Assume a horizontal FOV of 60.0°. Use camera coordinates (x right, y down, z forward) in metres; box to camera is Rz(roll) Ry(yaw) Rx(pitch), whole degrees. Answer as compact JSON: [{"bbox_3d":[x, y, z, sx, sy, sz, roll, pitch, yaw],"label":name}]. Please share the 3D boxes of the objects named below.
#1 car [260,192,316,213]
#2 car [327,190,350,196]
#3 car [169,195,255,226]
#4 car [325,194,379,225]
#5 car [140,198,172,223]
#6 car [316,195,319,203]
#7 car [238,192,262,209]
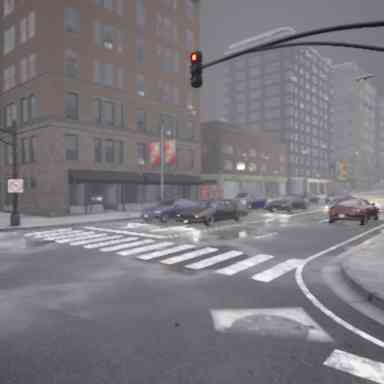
[{"bbox_3d":[8.207,0.936,28.087,2.033,1.411,5.357,0,1,41],"label":"car"},{"bbox_3d":[16.844,0.590,38.149,2.128,1.511,4.902,0,2,41],"label":"car"},{"bbox_3d":[1.381,1.162,20.115,2.033,1.411,5.357,0,1,41],"label":"car"},{"bbox_3d":[9.385,1.036,19.231,1.812,1.442,4.674,0,1,41],"label":"car"},{"bbox_3d":[-1.263,1.149,22.016,1.812,1.442,4.674,0,1,42],"label":"car"},{"bbox_3d":[13.268,0.707,38.973,1.994,1.385,4.181,0,1,41],"label":"car"},{"bbox_3d":[4.833,0.774,29.142,2.097,1.767,4.553,0,1,41],"label":"car"}]
